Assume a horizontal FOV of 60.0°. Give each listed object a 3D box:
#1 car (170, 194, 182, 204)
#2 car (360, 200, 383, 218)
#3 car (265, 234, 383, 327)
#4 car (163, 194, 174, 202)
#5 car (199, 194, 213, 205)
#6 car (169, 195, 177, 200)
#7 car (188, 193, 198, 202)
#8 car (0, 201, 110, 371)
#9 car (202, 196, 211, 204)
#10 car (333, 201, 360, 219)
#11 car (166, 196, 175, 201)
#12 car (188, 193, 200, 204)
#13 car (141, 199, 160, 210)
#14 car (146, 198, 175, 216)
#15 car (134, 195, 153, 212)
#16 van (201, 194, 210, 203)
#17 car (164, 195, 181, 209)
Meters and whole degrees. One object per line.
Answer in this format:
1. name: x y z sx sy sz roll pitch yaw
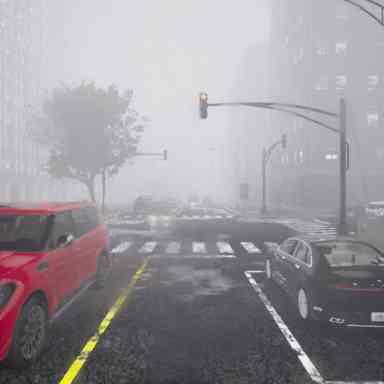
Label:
1. car: -2.860 1.595 63.626 2.033 1.411 5.357 0 0 1
2. car: 15.503 0.994 23.752 5.566 2.045 2.150 -1 0 0
3. car: 2.707 1.551 6.941 2.008 1.369 4.403 0 0 0
4. car: -5.469 1.386 78.013 2.192 1.841 5.009 0 0 0
5. car: 2.865 1.611 61.420 1.947 1.339 4.313 0 0 0
6. car: -5.421 1.654 94.582 2.008 1.369 4.403 0 0 0
7. car: 0.226 1.298 78.892 2.150 2.045 5.566 0 0 0
8. car: -3.084 1.224 6.035 2.150 2.045 5.566 0 0 0
9. car: 2.881 1.578 67.113 1.752 1.417 4.829 0 0 0
10. car: 13.500 1.350 26.316 4.403 1.369 2.008 -1 1 0
11. car: -5.453 1.632 83.536 2.008 1.369 4.403 0 0 0
12. car: 0.287 1.402 65.487 2.097 1.767 4.553 0 0 1
13. car: -5.564 1.592 44.876 1.947 1.339 4.313 0 0 0
14. car: -3.010 1.579 32.555 1.994 1.385 4.181 0 0 0
15. car: -5.580 1.336 39.353 2.192 1.841 5.009 0 0 0
16. van: 2.896 1.402 72.466 1.690 1.788 3.998 0 0 0
17. car: -2.966 1.575 46.595 2.033 1.411 5.357 0 0 0
